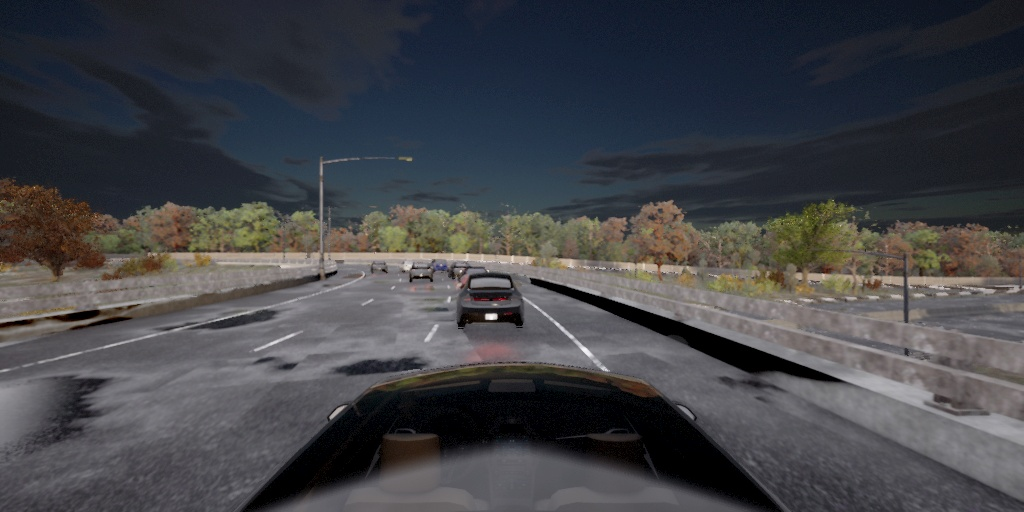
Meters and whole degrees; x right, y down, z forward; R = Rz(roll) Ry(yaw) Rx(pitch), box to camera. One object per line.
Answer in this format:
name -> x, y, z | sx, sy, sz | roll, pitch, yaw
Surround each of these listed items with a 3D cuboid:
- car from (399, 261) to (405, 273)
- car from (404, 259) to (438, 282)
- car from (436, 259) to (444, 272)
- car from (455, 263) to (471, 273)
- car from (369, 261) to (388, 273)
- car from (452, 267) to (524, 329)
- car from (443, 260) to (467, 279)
car -> -12.961, 1.344, 44.940 | 1.812, 1.442, 4.674 | 0, 0, -24
car -> -7.530, 1.286, 29.633 | 2.128, 1.511, 4.902 | 0, 0, -15
car -> -9.410, 1.169, 45.482 | 2.097, 1.767, 4.553 | 0, 0, -23
car -> -2.296, 1.344, 22.205 | 1.994, 1.385, 4.181 | 0, 0, -10
car -> -16.449, 1.311, 44.167 | 2.128, 1.511, 4.902 | 0, 0, -24
car -> -0.717, 1.270, 11.420 | 1.837, 1.490, 4.892 | 0, 0, -5
car -> -4.752, 1.288, 32.559 | 2.128, 1.511, 4.902 | 0, 0, -16
